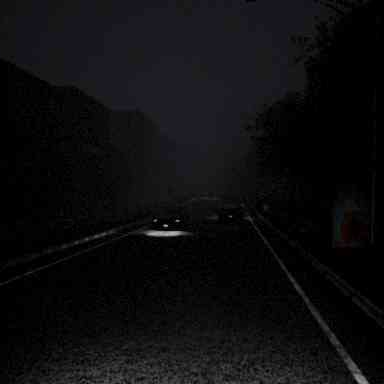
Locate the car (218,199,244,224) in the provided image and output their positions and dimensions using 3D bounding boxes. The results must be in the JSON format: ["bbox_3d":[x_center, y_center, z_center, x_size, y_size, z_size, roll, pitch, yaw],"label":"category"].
[{"bbox_3d":[2.994,1.557,25.759,1.882,1.535,5.008,1,0,7],"label":"car"}]

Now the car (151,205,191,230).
[{"bbox_3d":[-1.204,1.574,21.817,2.033,1.411,5.357,1,0,7],"label":"car"}]

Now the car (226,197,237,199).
[{"bbox_3d":[5.091,1.297,43.234,2.033,1.411,5.357,1,2,7],"label":"car"}]

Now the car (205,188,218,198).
[{"bbox_3d":[3.653,0.071,61.675,2.097,1.767,4.553,1,4,7],"label":"car"}]
